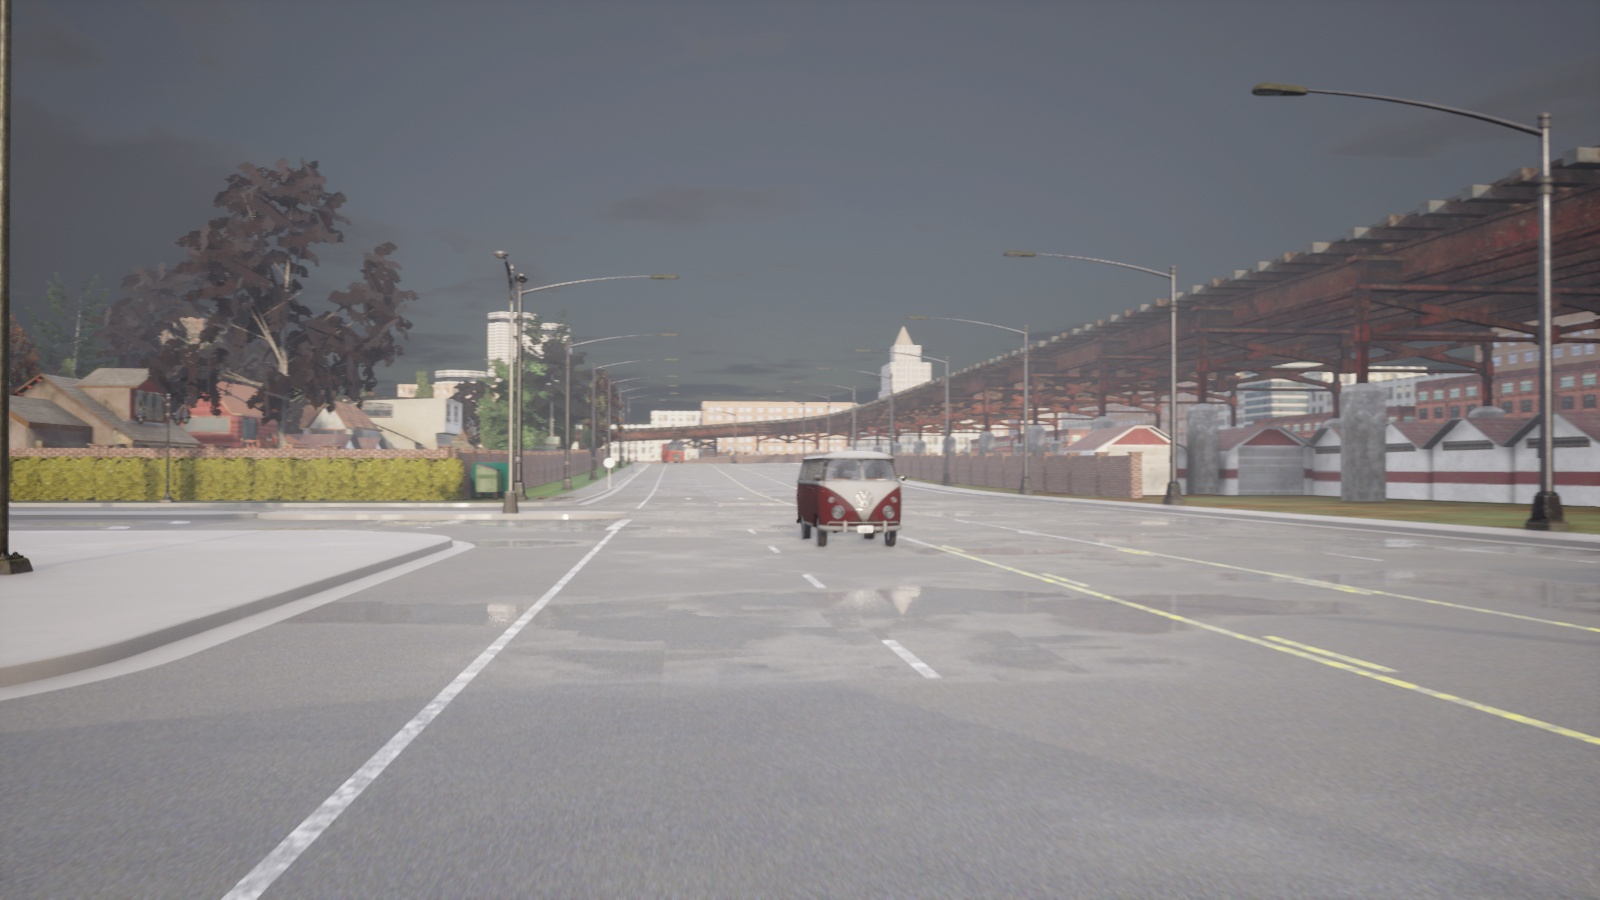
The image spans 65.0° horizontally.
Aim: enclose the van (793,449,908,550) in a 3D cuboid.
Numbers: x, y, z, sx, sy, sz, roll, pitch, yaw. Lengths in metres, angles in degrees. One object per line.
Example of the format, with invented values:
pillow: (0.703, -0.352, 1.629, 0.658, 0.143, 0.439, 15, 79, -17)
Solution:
van: (0.999, 1.018, 27.237, 1.775, 1.987, 4.442, 0, -1, -7)
